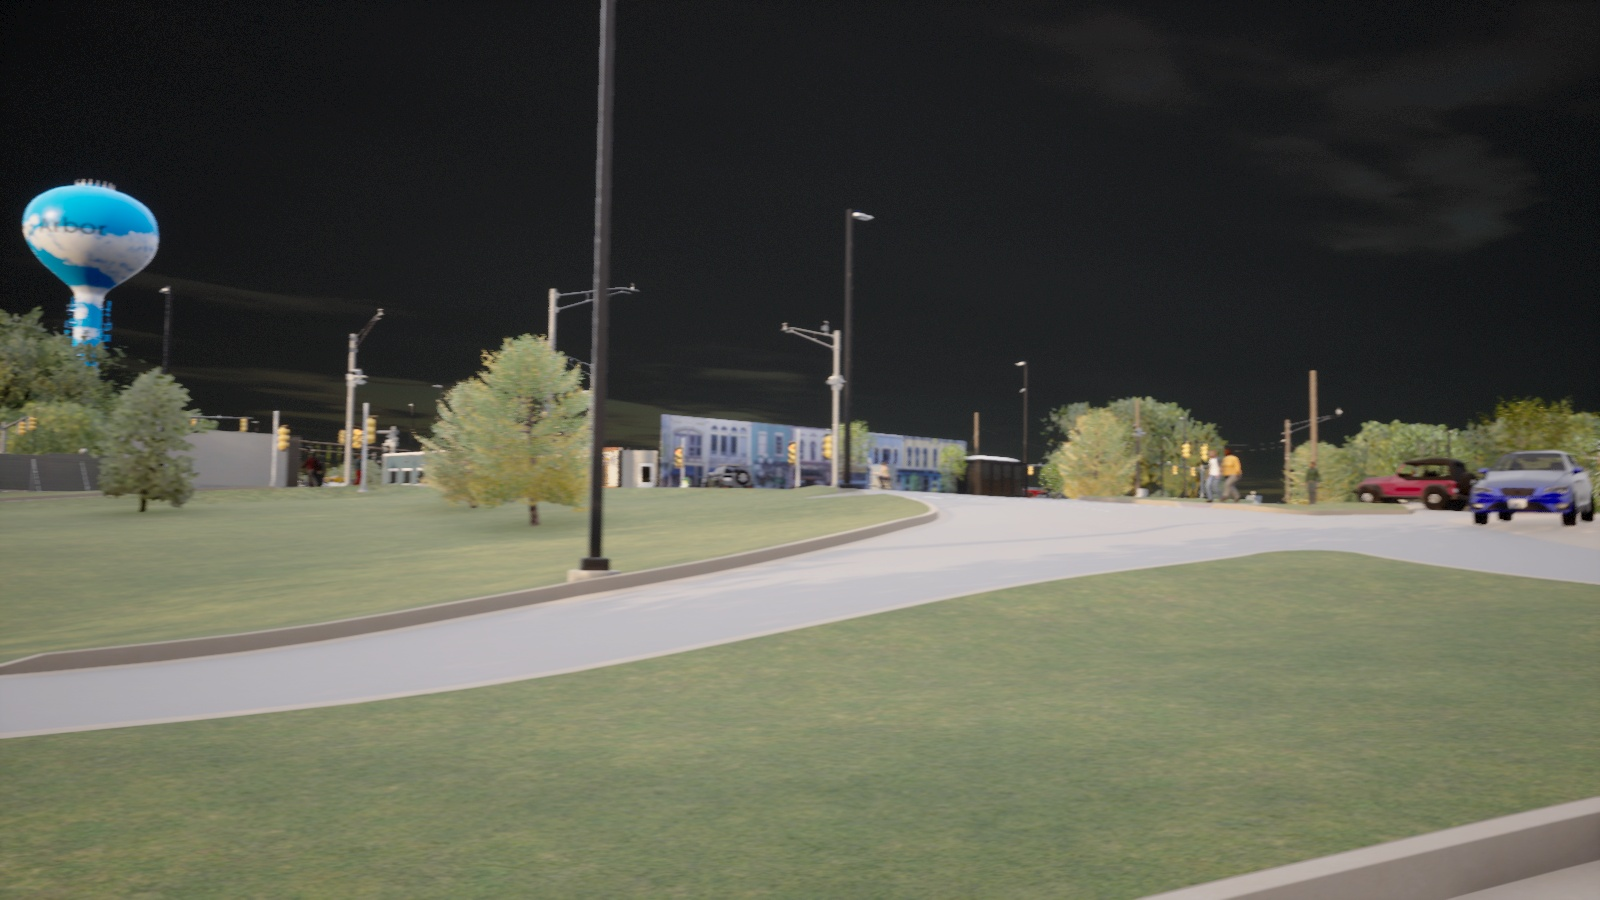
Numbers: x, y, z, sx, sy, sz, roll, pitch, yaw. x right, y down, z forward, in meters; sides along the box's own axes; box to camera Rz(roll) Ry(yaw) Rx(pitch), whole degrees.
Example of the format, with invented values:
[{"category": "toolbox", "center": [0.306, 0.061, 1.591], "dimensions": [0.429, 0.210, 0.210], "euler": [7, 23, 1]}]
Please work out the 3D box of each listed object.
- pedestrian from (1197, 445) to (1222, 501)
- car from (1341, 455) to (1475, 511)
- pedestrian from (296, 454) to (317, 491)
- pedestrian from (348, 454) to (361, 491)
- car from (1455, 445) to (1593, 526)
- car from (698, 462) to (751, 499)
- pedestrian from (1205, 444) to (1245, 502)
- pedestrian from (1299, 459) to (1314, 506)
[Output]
[{"category": "pedestrian", "center": [13.474, 0.760, 41.320], "dimensions": [0.706, 1.836, 0.354], "euler": [2, -4, -19]}, {"category": "car", "center": [21.779, 1.185, 45.049], "dimensions": [1.905, 1.878, 3.866], "euler": [5, -4, -41]}, {"category": "pedestrian", "center": [-25.195, 1.139, 64.110], "dimensions": [0.899, 1.844, 0.634], "euler": [-3, -5, 41]}, {"category": "pedestrian", "center": [-22.982, 1.167, 64.772], "dimensions": [0.614, 1.847, 0.353], "euler": [-3, -5, 41]}, {"category": "car", "center": [14.567, 0.702, 25.162], "dimensions": [1.816, 1.474, 4.193], "euler": [-2, -2, 38]}, {"category": "car", "center": [-4.245, 1.733, 69.586], "dimensions": [1.932, 1.855, 4.605], "euler": [1, -3, -17]}, {"category": "pedestrian", "center": [14.051, 0.777, 41.541], "dimensions": [0.900, 1.855, 0.874], "euler": [2, -4, -18]}, {"category": "pedestrian", "center": [20.085, 1.296, 49.778], "dimensions": [0.353, 1.847, 0.614], "euler": [-3, -5, 40]}]
